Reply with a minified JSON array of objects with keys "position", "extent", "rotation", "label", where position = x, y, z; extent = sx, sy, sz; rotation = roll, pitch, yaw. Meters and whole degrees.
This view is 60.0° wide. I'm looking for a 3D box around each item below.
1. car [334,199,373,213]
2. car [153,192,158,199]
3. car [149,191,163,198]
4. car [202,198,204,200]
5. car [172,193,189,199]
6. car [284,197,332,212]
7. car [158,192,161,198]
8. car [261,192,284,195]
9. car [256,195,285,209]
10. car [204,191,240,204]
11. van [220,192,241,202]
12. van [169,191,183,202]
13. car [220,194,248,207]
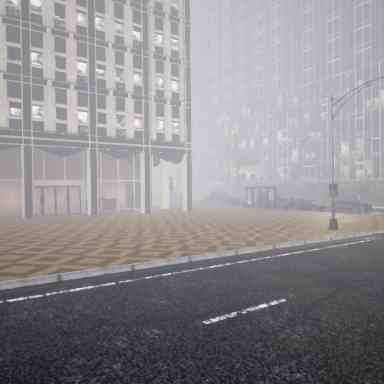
[{"position":[16.800,1.406,35.330],"extent":[1.994,1.385,4.181],"rotation":[-1,1,-34],"label":"car"},{"position":[-9.588,1.037,69.459],"extent":[2.008,1.369,4.403],"rotation":[0,1,-34],"label":"car"},{"position":[-9.066,0.683,83.568],"extent":[1.967,1.590,4.097],"rotation":[0,1,-34],"label":"car"},{"position":[3.739,1.040,64.785],"extent":[1.802,1.307,4.206],"rotation":[-1,1,-34],"label":"car"},{"position":[-2.663,0.933,74.178],"extent":[1.802,1.307,4.206],"rotation":[0,1,-34],"label":"car"},{"position":[12.713,1.422,36.512],"extent":[1.947,1.339,4.313],"rotation":[-1,1,-34],"label":"car"},{"position":[-5.865,0.612,78.871],"extent":[2.192,1.841,5.009],"rotation":[0,1,-34],"label":"car"},{"position":[10.942,0.969,43.920],"extent":[2.150,2.045,5.566],"rotation":[-1,1,-34],"label":"car"},{"position":[9.526,1.386,41.220],"extent":[1.802,1.307,4.206],"rotation":[-1,1,-34],"label":"car"},{"position":[4.915,0.871,52.780],"extent":[2.150,2.045,5.566],"rotation":[-1,1,-34],"label":"car"},{"position":[6.940,0.852,60.086],"extent":[1.690,1.788,3.998],"rotation":[-1,1,-34],"label":"van"},{"position":[-3.185,0.935,60.064],"extent":[1.690,1.788,3.998],"rotation":[0,1,-34],"label":"van"},{"position":[6.373,1.317,45.949],"extent":[1.947,1.339,4.313],"rotation":[-1,1,-34],"label":"car"}]
